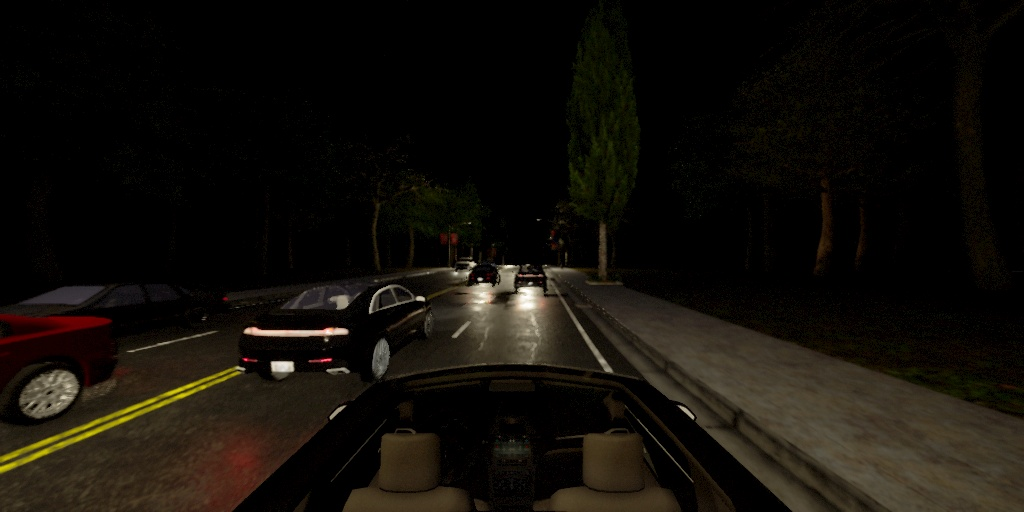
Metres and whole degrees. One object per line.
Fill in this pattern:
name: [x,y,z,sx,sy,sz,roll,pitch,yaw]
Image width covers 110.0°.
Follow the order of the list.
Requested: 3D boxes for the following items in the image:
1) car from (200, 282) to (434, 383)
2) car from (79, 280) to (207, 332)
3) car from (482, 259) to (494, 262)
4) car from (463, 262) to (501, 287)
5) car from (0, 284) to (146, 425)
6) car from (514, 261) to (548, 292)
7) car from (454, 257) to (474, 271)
car: [-2.936,1.248,7.142,2.128,1.511,4.902,0,0,2]
car: [-9.638,1.312,8.628,2.033,1.411,5.357,0,0,2]
car: [-3.533,1.266,51.327,2.097,1.767,4.553,0,0,4]
car: [-1.890,1.334,25.209,1.812,1.442,4.674,0,0,4]
car: [-6.506,1.224,2.890,1.882,1.535,5.008,0,0,0]
car: [1.133,1.283,21.659,2.128,1.511,4.902,0,0,4]
car: [-6.752,1.234,51.835,2.150,2.045,5.566,0,0,4]
